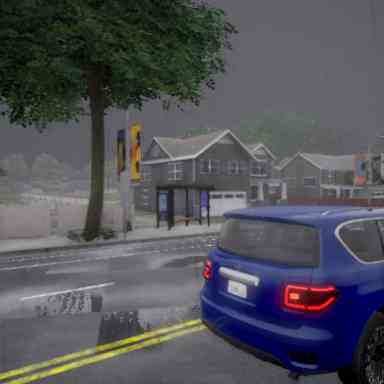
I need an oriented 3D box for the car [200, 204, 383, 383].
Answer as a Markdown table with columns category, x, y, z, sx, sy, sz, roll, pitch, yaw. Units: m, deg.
| category | x | y | z | sx | sy | sz | roll | pitch | yaw |
| --- | --- | --- | --- | --- | --- | --- | --- | --- | --- |
| car | 2.714 | 1.220 | 5.392 | 5.566 | 2.045 | 2.150 | 0 | 0 | -35 |
